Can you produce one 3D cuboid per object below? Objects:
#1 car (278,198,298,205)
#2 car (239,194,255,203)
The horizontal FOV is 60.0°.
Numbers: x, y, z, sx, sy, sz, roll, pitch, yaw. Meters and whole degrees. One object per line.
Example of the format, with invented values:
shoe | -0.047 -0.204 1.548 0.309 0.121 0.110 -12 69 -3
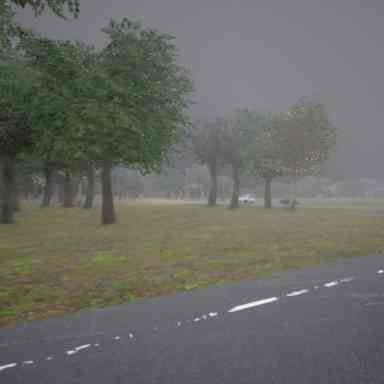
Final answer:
car | 19.980 1.955 69.377 1.994 1.385 4.181 1 -1 -32
car | 12.859 1.617 80.685 2.150 2.045 5.566 1 -1 -32
